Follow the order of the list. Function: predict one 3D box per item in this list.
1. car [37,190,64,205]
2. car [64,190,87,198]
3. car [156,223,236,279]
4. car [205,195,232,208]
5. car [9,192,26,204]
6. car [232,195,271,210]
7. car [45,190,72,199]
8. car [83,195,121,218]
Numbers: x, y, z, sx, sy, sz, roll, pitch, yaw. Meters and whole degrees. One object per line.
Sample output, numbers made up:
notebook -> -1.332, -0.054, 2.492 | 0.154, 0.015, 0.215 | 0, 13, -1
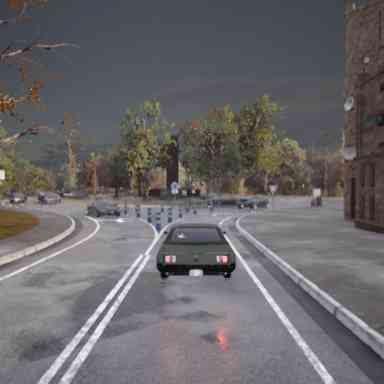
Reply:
car -> -19.085, 0.726, 44.277 | 2.097, 1.767, 4.553 | -1, 2, -37
car -> -22.254, 0.487, 63.143 | 1.895, 1.301, 4.718 | 1, 2, 23
car -> 0.096, 1.580, 9.948 | 1.895, 1.301, 4.718 | 0, 0, 0
car -> 3.838, 1.037, 38.972 | 4.674, 1.442, 1.812 | -1, 2, -22
car -> -24.149, 0.818, 46.100 | 2.128, 1.511, 4.902 | -1, 2, -25
car -> 6.697, 1.102, 35.716 | 1.837, 1.490, 4.892 | 0, 2, 40
car -> -25.482, 0.373, 63.826 | 2.128, 1.511, 4.902 | 0, 2, 19
car -> -7.376, 1.288, 27.597 | 1.837, 1.490, 4.892 | 0, 1, -31
